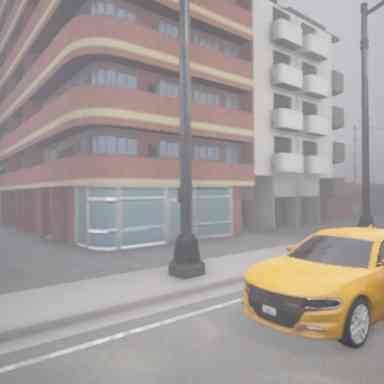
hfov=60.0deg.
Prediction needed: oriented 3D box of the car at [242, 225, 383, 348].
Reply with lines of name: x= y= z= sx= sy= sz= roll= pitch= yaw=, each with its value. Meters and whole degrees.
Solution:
car: x=3.108 y=1.464 z=6.471 sx=5.008 sy=1.535 sz=1.882 roll=0 pitch=0 yaw=-38
